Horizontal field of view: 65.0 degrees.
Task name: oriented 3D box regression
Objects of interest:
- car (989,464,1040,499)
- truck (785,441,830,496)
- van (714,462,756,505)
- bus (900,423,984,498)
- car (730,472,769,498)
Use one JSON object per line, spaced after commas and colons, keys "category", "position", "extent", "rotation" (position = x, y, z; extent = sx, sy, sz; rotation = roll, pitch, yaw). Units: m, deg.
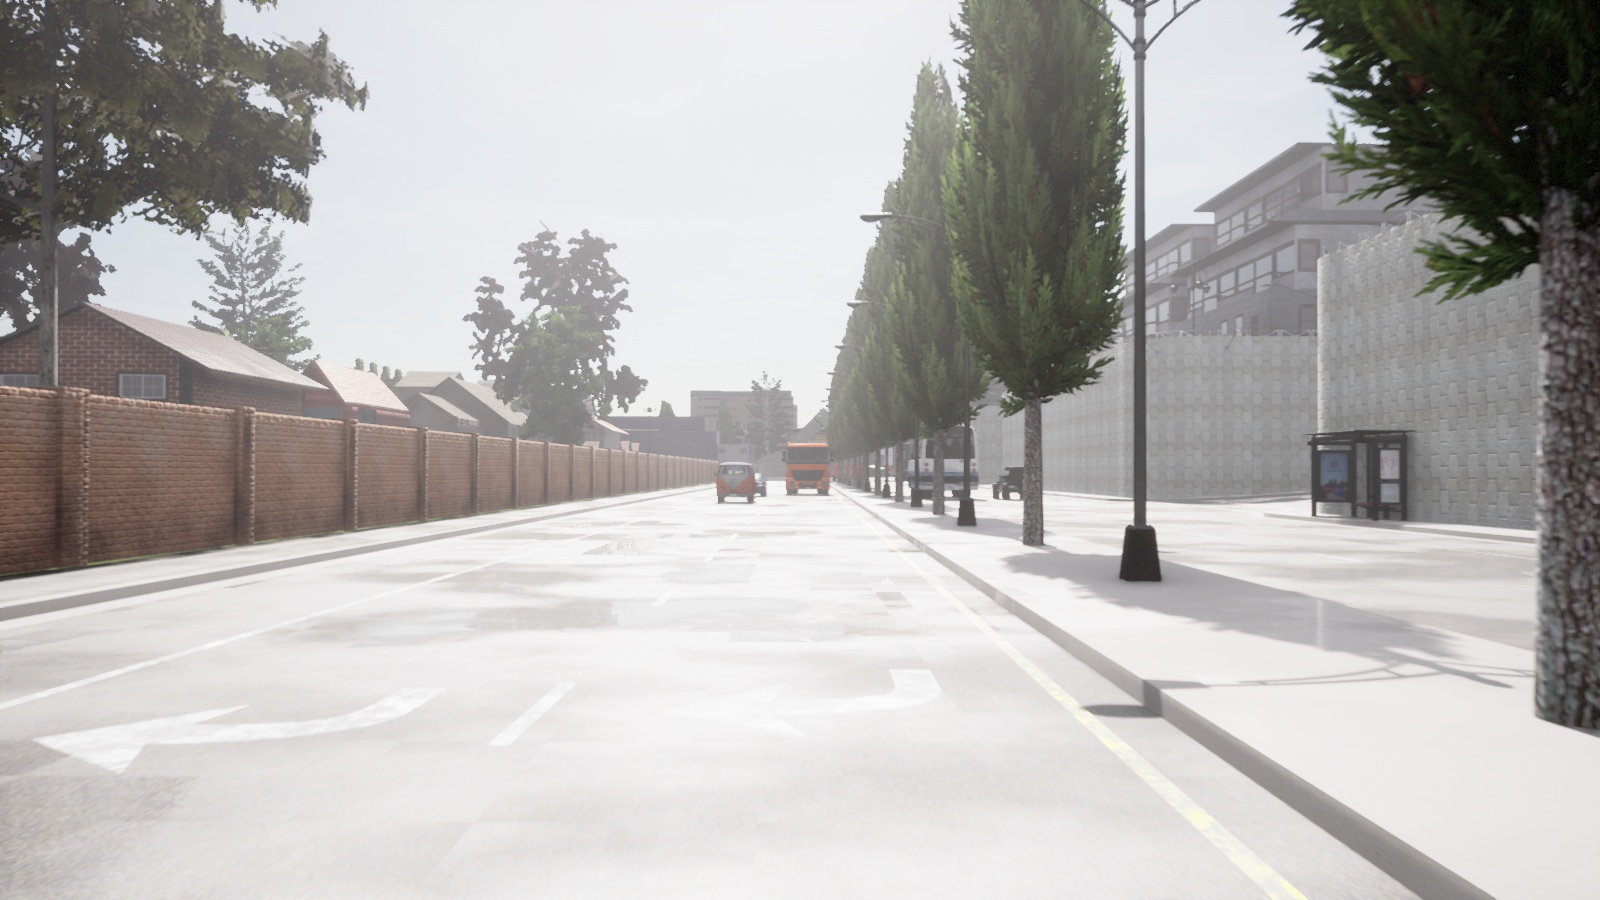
{"category": "car", "position": [12.021, 1.741, 70.461], "extent": [1.905, 1.878, 3.866], "rotation": [0, -1, -5]}
{"category": "truck", "position": [0.505, 1.240, 84.168], "extent": [2.891, 3.462, 7.936], "rotation": [0, -1, 0]}
{"category": "van", "position": [-3.126, 1.606, 61.272], "extent": [1.775, 1.987, 4.442], "rotation": [0, -1, 0]}
{"category": "bus", "position": [8.456, 0.678, 76.124], "extent": [3.944, 4.253, 10.273], "rotation": [0, -1, 0]}
{"category": "car", "position": [-3.037, 2.106, 76.401], "extent": [2.163, 1.488, 4.792], "rotation": [0, -1, 0]}
